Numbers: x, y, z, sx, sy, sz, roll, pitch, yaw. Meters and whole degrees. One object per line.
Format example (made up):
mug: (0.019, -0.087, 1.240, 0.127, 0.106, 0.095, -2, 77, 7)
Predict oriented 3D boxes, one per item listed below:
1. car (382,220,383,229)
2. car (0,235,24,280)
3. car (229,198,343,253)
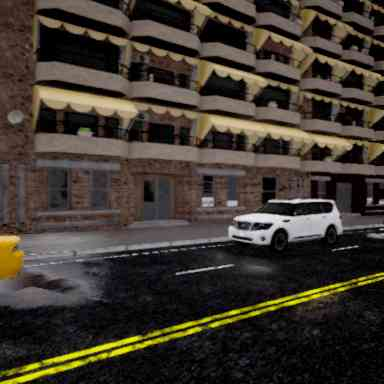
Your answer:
car: (13.836, 1.697, 20.691, 4.892, 1.490, 1.837, -1, 1, -32)
car: (-6.360, 1.444, 7.035, 5.008, 1.535, 1.882, 1, 0, -35)
car: (4.184, 1.302, 14.342, 5.566, 2.045, 2.150, 1, 0, -34)
